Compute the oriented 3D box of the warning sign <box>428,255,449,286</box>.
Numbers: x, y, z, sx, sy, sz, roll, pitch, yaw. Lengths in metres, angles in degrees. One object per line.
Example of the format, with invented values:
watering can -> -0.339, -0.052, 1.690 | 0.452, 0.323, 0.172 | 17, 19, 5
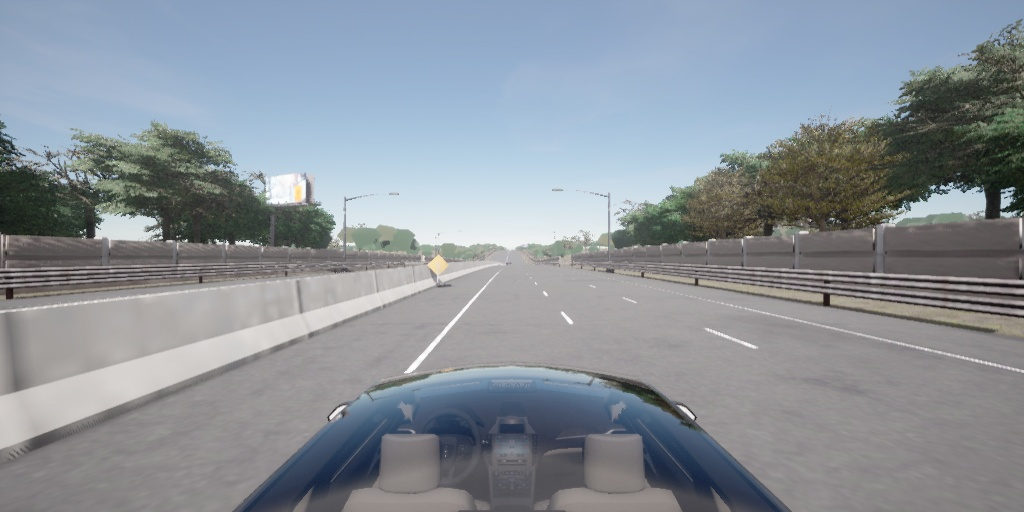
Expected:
warning sign -> -4.550, 0.855, 22.006 | 1.300, 1.860, 1.060 | 0, 0, 0
